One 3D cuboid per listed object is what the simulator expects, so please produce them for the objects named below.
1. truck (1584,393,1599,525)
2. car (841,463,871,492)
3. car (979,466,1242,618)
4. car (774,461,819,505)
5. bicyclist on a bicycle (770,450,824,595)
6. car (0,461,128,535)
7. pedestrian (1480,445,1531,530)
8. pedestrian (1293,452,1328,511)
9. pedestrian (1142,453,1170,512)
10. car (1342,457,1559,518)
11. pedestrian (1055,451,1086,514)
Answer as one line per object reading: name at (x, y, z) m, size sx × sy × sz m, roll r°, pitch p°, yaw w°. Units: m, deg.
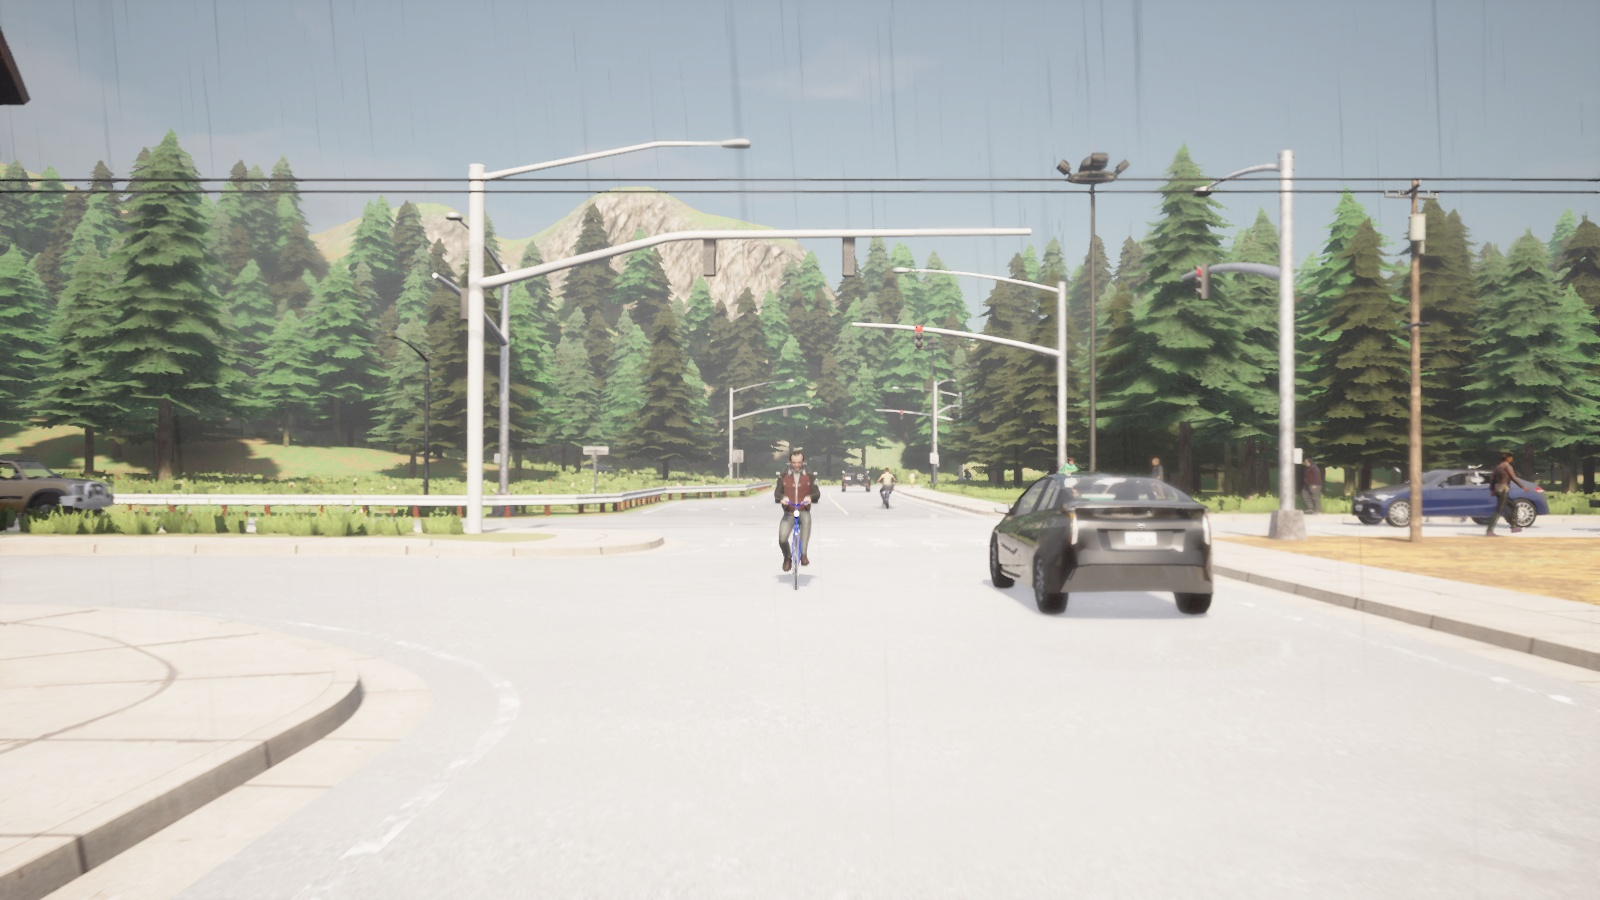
truck at (24.949, 0.209, 32.079) m, size 7.936 × 3.462 × 2.891 m, roll 0°, pitch -1°, yaw 1°
car at (3.773, 1.841, 84.659) m, size 1.932 × 1.855 × 4.605 m, roll 0°, pitch -1°, yaw 2°
car at (3.464, 0.959, 14.980) m, size 2.007 × 1.525 × 4.514 m, roll 0°, pitch -1°, yaw 0°
car at (-0.137, 1.450, 56.430) m, size 1.932 × 1.855 × 4.605 m, roll 0°, pitch -1°, yaw 0°
bicyclist on a bicycle at (-0.040, 0.902, 16.263) m, size 0.659 × 1.776 × 1.843 m, roll 0°, pitch -1°, yaw 0°
car at (-20.365, 1.228, 32.776) m, size 4.605 × 1.855 × 1.932 m, roll 0°, pitch -1°, yaw 1°
pedestrian at (15.016, 0.795, 26.731) m, size 0.869 × 1.805 × 0.328 m, roll 0°, pitch -1°, yaw 4°
pedestrian at (16.101, 0.996, 39.584) m, size 0.899 × 1.844 × 0.634 m, roll 0°, pitch -1°, yaw 11°
pedestrian at (11.128, 1.015, 39.289) m, size 0.694 × 1.848 × 0.540 m, roll 0°, pitch -1°, yaw -4°
car at (18.376, 1.051, 35.670) m, size 5.027 × 1.651 × 2.152 m, roll 0°, pitch -1°, yaw 1°
pedestrian at (8.510, 1.024, 39.525) m, size 0.659 × 1.952 × 0.873 m, roll 0°, pitch -1°, yaw -9°
